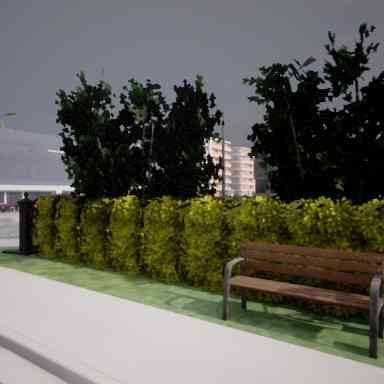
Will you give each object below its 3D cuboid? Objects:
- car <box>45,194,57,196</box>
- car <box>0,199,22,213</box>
[{"bbox_3d":[-15.245,1.195,36.872,2.150,2.045,5.566,0,0,36],"label":"car"},{"bbox_3d":[-19.071,1.534,37.542,2.033,1.411,5.357,0,0,35],"label":"car"}]
